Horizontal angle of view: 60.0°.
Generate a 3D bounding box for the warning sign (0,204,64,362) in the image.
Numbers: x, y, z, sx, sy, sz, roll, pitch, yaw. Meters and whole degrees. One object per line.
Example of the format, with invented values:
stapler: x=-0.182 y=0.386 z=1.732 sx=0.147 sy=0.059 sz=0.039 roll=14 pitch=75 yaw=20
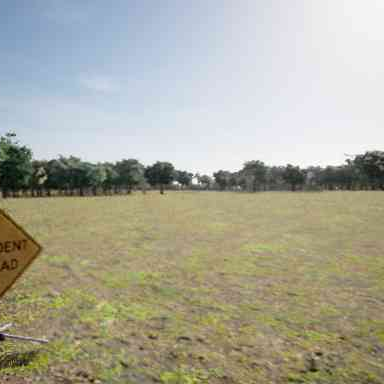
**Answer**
warning sign: x=-2.635 y=1.120 z=4.472 sx=1.060 sy=1.860 sz=1.300 roll=1 pitch=0 yaw=36
